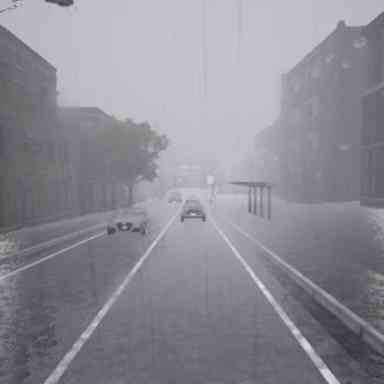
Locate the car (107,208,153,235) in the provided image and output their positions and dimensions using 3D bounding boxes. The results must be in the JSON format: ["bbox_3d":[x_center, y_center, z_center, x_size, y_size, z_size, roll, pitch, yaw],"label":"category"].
[{"bbox_3d":[-3.340,1.564,18.509,1.994,1.385,4.181,0,0,0],"label":"car"}]

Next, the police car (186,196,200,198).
[{"bbox_3d":[0.100,1.338,45.485,1.930,1.638,5.238,0,0,0],"label":"police car"}]

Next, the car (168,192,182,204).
[{"bbox_3d":[-2.976,0.972,59.758,2.150,2.045,5.566,0,1,1],"label":"car"}]

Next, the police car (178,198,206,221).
[{"bbox_3d":[0.095,1.512,27.423,2.038,1.542,4.974,0,0,0],"label":"police car"}]
